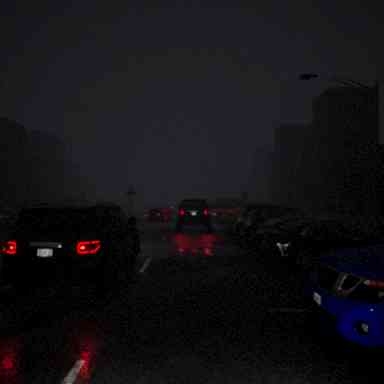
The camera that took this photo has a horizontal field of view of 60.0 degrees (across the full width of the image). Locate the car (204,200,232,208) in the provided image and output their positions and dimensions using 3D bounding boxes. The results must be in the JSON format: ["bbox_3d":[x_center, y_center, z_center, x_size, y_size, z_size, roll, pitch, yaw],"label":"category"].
[{"bbox_3d":[4.749,2.191,60.674,4.892,1.521,2.231,0,-1,0],"label":"car"}]

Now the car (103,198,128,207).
[{"bbox_3d":[-15.457,2.161,67.241,4.553,1.767,2.185,0,-1,0],"label":"car"}]

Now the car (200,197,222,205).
[{"bbox_3d":[4.861,2.230,85.682,5.566,2.045,2.435,0,-1,0],"label":"car"}]

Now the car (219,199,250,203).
[{"bbox_3d":[4.761,1.654,27.325,4.553,1.767,2.185,0,-1,0],"label":"car"}]

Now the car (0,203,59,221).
[{"bbox_3d":[-15.493,1.861,31.389,5.008,1.535,2.097,0,-1,0],"label":"car"}]

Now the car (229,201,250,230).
[{"bbox_3d":[4.692,1.551,18.989,4.553,1.767,2.185,0,-1,0],"label":"car"}]

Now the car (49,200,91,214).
[{"bbox_3d":[-15.519,1.882,42.545,4.553,1.767,2.185,0,-1,0],"label":"car"}]

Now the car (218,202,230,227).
[{"bbox_3d":[4.723,1.745,24.542,5.008,1.535,2.097,0,-1,0],"label":"car"}]

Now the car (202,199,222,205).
[{"bbox_3d":[4.782,2.442,80.119,4.792,1.488,2.163,0,-1,0],"label":"car"}]

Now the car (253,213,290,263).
[{"bbox_3d":[4.711,1.586,10.650,4.892,1.521,2.231,0,-1,0],"label":"car"}]

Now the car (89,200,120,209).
[{"bbox_3d":[-15.459,2.231,58.966,4.792,1.488,2.163,0,-1,0],"label":"car"}]

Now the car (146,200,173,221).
[{"bbox_3d":[-2.878,1.825,31.100,1.882,1.535,5.008,0,-1,0],"label":"car"}]

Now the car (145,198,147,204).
[{"bbox_3d":[-15.674,2.522,89.295,5.366,1.575,1.946,0,-1,0],"label":"car"}]

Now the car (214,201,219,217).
[{"bbox_3d":[4.727,1.815,30.102,5.008,1.535,2.097,0,-1,0],"label":"car"}]

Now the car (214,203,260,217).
[{"bbox_3d":[4.739,1.926,35.660,4.674,1.452,2.002,0,-1,0],"label":"car"}]

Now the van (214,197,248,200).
[{"bbox_3d":[4.855,1.695,38.442,4.442,1.987,1.878,0,-1,0],"label":"van"}]

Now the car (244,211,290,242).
[{"bbox_3d":[4.717,1.654,13.428,4.674,1.452,2.002,0,-1,0],"label":"car"}]

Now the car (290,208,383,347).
[{"bbox_3d":[4.685,1.277,5.094,5.566,2.045,2.435,0,-1,0],"label":"car"}]

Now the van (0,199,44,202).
[{"bbox_3d":[-15.604,1.599,28.634,4.442,1.987,1.878,0,-1,0],"label":"van"}]

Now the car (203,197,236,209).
[{"bbox_3d":[4.725,1.906,57.898,5.566,2.045,2.435,0,-1,0],"label":"car"}]

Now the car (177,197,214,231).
[{"bbox_3d":[0.117,1.465,22.886,2.150,2.045,5.566,0,-1,0],"label":"car"}]

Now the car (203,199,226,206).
[{"bbox_3d":[4.808,2.346,71.784,4.792,1.488,2.163,0,-1,0],"label":"car"}]

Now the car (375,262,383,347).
[{"bbox_3d":[4.525,1.499,2.314,5.366,1.575,1.946,0,-1,0],"label":"car"}]

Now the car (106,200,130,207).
[{"bbox_3d":[-15.486,2.353,69.866,4.674,1.452,2.002,0,-1,0],"label":"car"}]

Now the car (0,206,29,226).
[{"bbox_3d":[-15.485,1.829,25.875,4.674,1.452,2.002,0,-1,0],"label":"car"}]

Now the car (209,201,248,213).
[{"bbox_3d":[4.736,1.991,43.998,4.892,1.521,2.231,0,-1,0],"label":"car"}]

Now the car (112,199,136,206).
[{"bbox_3d":[-15.483,2.369,75.512,5.008,1.535,2.097,0,-1,0],"label":"car"}]

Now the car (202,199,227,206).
[{"bbox_3d":[4.975,2.345,74.561,5.366,1.575,1.946,0,-1,0],"label":"car"}]

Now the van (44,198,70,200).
[{"bbox_3d":[-15.371,1.672,34.150,4.442,1.987,1.878,0,-1,0],"label":"van"}]

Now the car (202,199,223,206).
[{"bbox_3d":[4.771,2.410,77.341,4.792,1.488,2.163,0,-1,0],"label":"car"}]

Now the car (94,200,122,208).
[{"bbox_3d":[-15.490,2.270,61.723,4.674,1.452,2.002,0,-1,0],"label":"car"}]

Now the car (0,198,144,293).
[{"bbox_3d":[-2.893,1.311,9.229,2.150,2.045,5.566,0,-1,0],"label":"car"}]

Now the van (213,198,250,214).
[{"bbox_3d":[4.857,1.730,41.221,4.442,1.987,1.878,0,-1,0],"label":"van"}]

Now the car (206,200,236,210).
[{"bbox_3d":[4.722,2.154,55.115,4.792,1.488,2.163,0,-1,0],"label":"car"}]

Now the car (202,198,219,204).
[{"bbox_3d":[4.876,2.392,88.493,4.553,1.767,2.185,0,-1,0],"label":"car"}]

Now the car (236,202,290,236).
[{"bbox_3d":[4.690,1.520,16.209,4.553,1.767,2.185,0,-1,0],"label":"car"}]

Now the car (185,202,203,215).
[{"bbox_3d":[0.195,2.022,40.995,2.033,1.411,5.357,0,-1,-2],"label":"car"}]
